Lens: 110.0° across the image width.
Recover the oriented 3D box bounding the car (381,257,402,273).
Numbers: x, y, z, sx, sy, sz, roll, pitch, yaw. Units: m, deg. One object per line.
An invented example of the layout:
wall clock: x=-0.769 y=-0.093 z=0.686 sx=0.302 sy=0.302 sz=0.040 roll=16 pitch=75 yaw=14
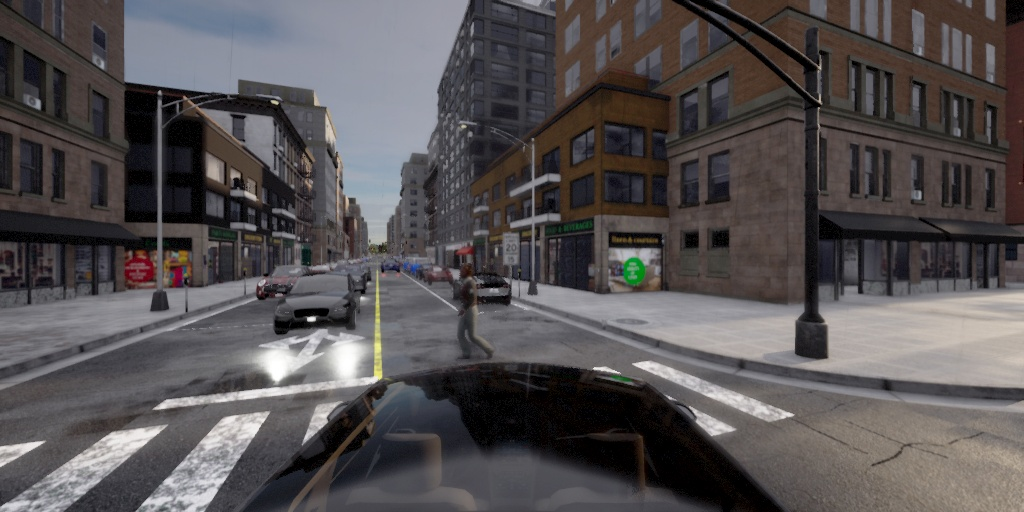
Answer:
car: x=-14.803 y=1.097 z=43.638 sx=2.097 sy=1.767 sz=4.553 roll=0 pitch=0 yaw=-21

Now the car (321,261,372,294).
car: x=-8.945 y=1.233 z=19.654 sx=2.128 sy=1.511 sz=4.902 roll=0 pitch=0 yaw=-21

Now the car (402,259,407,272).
car: x=-11.065 y=1.293 z=40.901 sx=2.007 sy=1.370 sz=4.403 roll=0 pitch=0 yaw=-21

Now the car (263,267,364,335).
car: x=-5.608 y=1.250 z=10.773 sx=1.837 sy=1.490 sz=4.892 roll=0 pitch=0 yaw=-21

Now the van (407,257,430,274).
van: x=-9.127 y=1.081 z=35.743 sx=1.690 sy=1.789 sz=3.998 roll=0 pitch=0 yaw=-21

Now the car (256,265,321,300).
car: x=-10.825 y=1.182 z=17.445 sx=1.967 sy=1.591 sz=4.097 roll=0 pitch=0 yaw=-21

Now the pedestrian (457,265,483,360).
pedestrian: x=-0.831 y=1.041 z=6.804 sx=0.375 sy=1.860 sz=0.375 roll=0 pitch=0 yaw=-21

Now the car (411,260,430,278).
car: x=-7.189 y=1.305 z=30.584 sx=1.948 sy=1.339 sz=4.313 roll=0 pitch=0 yaw=-21

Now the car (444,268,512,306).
car: x=-1.374 y=1.309 z=15.108 sx=1.948 sy=1.339 sz=4.313 roll=0 pitch=0 yaw=-21

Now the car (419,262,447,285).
car: x=-5.251 y=1.321 z=25.426 sx=1.802 sy=1.307 sz=4.207 roll=0 pitch=0 yaw=-21
